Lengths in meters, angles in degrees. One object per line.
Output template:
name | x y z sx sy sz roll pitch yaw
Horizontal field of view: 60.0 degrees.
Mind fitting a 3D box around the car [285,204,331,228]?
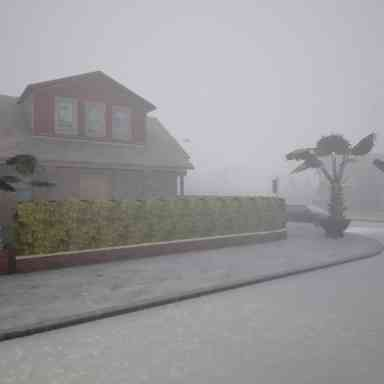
car | 7.752 1.521 22.428 1.812 1.442 4.674 0 0 -35
